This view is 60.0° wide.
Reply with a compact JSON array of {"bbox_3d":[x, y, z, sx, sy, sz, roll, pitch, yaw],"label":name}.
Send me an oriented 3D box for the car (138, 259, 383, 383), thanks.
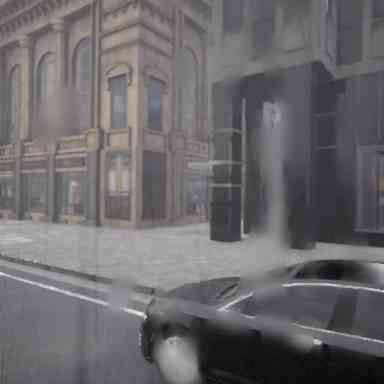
[{"bbox_3d":[1.557,1.523,3.630,4.892,1.490,1.837,0,0,35],"label":"car"}]
